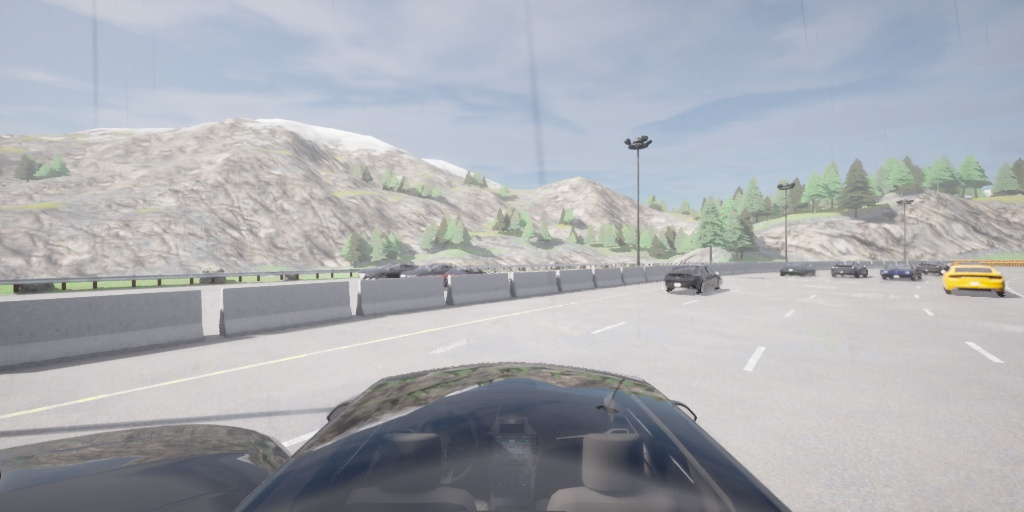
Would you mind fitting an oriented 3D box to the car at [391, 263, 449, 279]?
[{"bbox_3d":[-5.308,1.241,24.612,2.128,1.511,4.902,0,0,43],"label":"car"}]

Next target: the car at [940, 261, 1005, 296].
[{"bbox_3d":[24.854,1.227,19.414,5.008,1.535,1.882,0,0,-41],"label":"car"}]

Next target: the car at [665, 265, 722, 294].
[{"bbox_3d":[10.373,1.254,20.406,4.892,1.490,1.837,0,0,-44],"label":"car"}]

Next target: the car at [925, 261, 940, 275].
[{"bbox_3d":[43.310,1.241,36.831,4.902,1.511,2.128,0,0,-31],"label":"car"}]

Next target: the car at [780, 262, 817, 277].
[{"bbox_3d":[28.207,1.312,35.332,4.181,1.385,1.994,0,0,-36],"label":"car"}]

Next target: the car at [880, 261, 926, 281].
[{"bbox_3d":[32.306,1.351,29.698,4.718,1.301,1.895,0,0,-35],"label":"car"}]

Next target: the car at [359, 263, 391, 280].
[{"bbox_3d":[-8.593,1.241,26.221,2.128,1.511,4.902,0,0,43],"label":"car"}]

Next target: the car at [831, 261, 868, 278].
[{"bbox_3d":[31.372,1.241,33.307,4.902,1.511,2.128,0,0,-35],"label":"car"}]

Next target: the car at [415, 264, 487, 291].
[{"bbox_3d":[-3.169,1.351,21.817,1.895,1.301,4.718,0,0,43],"label":"car"}]

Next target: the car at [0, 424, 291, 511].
[{"bbox_3d":[-2.981,1.255,0.495,4.892,1.490,1.837,0,0,-45],"label":"car"}]
